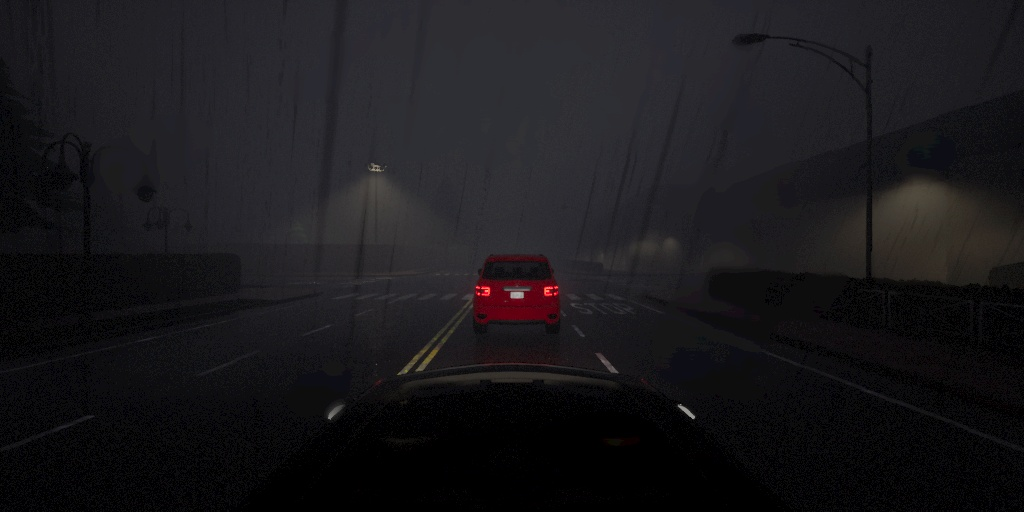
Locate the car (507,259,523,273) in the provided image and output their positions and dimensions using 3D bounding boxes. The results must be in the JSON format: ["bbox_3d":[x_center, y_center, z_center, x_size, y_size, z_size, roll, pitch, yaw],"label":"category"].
[{"bbox_3d":[0.353,1.228,45.586,1.882,1.535,5.008,0,0,1],"label":"car"}]

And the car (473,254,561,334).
[{"bbox_3d":[0.121,0.971,10.734,2.150,2.045,5.566,0,0,0],"label":"car"}]
